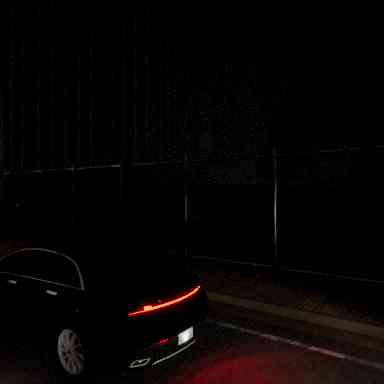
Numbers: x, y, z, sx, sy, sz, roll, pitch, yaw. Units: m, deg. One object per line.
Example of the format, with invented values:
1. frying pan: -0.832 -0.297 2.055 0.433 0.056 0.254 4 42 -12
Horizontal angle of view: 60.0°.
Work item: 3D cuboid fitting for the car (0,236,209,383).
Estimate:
1. car: -2.041 1.505 5.474 4.892 1.490 1.837 0 0 36
